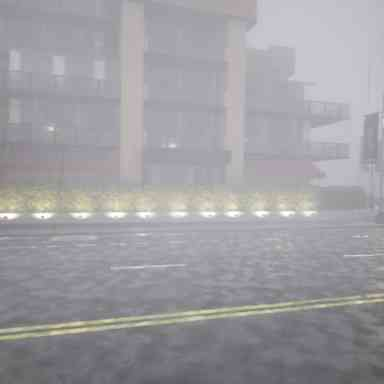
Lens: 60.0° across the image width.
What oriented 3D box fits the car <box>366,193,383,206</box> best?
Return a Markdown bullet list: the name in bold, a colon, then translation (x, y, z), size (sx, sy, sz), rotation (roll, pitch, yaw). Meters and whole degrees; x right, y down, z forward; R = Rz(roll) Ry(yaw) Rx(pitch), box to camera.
- **car**: translation (21.992, 0.887, 41.581), size (1.882, 1.535, 5.008), rotation (1, 1, -16)
